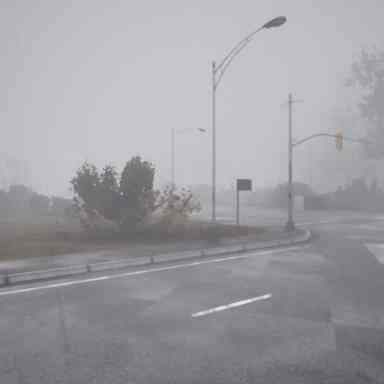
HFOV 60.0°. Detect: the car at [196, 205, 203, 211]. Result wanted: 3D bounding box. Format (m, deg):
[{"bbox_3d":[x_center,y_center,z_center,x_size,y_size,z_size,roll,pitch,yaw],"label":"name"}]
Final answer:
[{"bbox_3d":[-0.765,1.475,38.435,1.837,1.490,4.892,0,0,-39],"label":"car"}]
